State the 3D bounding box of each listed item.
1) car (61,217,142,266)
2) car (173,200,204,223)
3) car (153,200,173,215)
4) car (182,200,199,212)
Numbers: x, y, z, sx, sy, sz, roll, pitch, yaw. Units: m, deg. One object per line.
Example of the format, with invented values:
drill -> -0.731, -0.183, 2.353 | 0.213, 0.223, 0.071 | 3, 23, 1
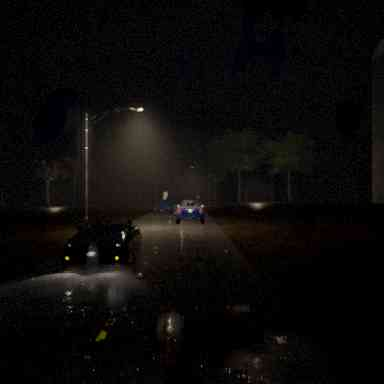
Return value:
car -> -2.908, 1.581, 11.499 | 1.994, 1.385, 4.181 | 0, 0, -1
car -> -0.121, 1.420, 26.174 | 2.097, 1.767, 4.553 | 0, 0, 0
car -> -2.998, 1.603, 35.699 | 1.882, 1.535, 5.008 | 0, -1, 0
car -> -0.167, 1.738, 43.214 | 2.033, 1.411, 5.357 | 0, -1, 0
